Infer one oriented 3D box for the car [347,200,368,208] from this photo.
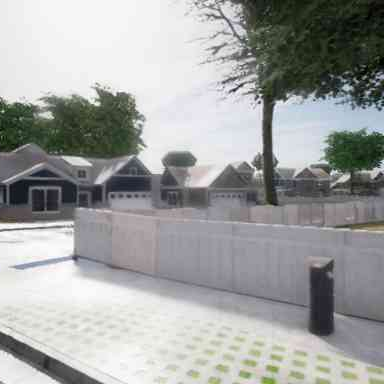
[{"bbox_3d":[19.143,1.722,38.014,4.892,1.490,1.837,0,0,-35],"label":"car"}]
